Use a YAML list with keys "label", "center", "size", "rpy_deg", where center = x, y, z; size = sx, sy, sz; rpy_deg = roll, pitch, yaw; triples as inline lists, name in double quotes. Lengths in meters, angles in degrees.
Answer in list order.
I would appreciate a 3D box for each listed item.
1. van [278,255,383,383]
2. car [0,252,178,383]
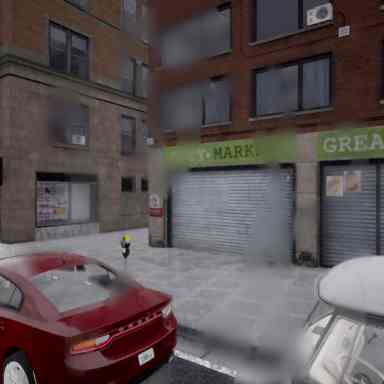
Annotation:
- label: "van"
  center: [2.328, 1.341, 1.417]
  size: [3.998, 1.788, 1.690]
  rpy_deg: [0, 0, 35]
- label: "car"
  center: [-2.282, 1.544, 4.701]
  size: [4.507, 1.381, 1.887]
  rpy_deg: [0, 0, 35]
